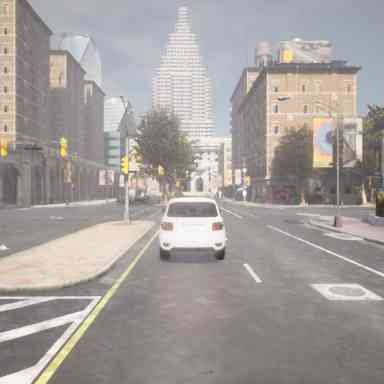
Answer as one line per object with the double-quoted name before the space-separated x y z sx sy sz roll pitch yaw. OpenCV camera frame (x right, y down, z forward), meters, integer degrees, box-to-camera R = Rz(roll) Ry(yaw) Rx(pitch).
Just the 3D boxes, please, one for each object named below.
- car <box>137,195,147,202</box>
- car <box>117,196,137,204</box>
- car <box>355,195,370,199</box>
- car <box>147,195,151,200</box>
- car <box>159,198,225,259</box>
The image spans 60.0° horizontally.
"car" -12.172 1.595 76.246 1.895 1.301 4.718 0 0 -1
"car" -12.102 1.501 62.165 1.837 1.490 4.892 0 1 0
"car" 37.283 1.481 75.392 2.231 1.521 4.892 0 0 -1
"car" -12.303 1.499 91.064 1.837 1.490 4.892 0 0 -1
"car" -0.007 1.221 12.778 2.150 2.045 5.566 0 0 -1
